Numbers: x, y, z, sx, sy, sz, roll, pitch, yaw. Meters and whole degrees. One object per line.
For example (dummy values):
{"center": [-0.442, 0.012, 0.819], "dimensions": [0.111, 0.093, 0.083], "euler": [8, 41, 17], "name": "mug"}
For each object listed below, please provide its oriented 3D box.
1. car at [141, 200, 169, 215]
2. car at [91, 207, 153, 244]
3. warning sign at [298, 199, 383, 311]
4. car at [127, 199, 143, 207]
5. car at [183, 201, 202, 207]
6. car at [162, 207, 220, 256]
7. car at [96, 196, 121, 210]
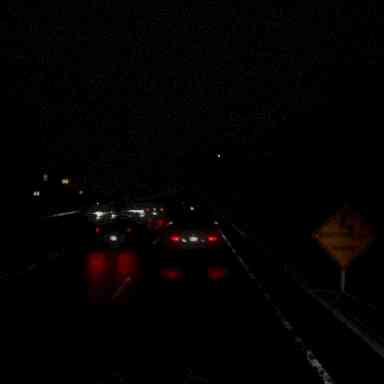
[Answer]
{"center": [-3.218, 1.577, 31.089], "dimensions": [1.895, 1.301, 4.718], "euler": [0, 0, 0], "name": "car"}
{"center": [-3.188, 1.591, 15.786], "dimensions": [1.895, 1.301, 4.718], "euler": [0, 0, 0], "name": "car"}
{"center": [2.868, 1.113, 6.277], "dimensions": [1.300, 1.860, 1.060], "euler": [2, 2, 0], "name": "warning sign"}
{"center": [-6.673, 1.531, 40.975], "dimensions": [1.994, 1.385, 4.181], "euler": [0, 0, 0], "name": "car"}
{"center": [0.030, 1.539, 33.005], "dimensions": [1.994, 1.385, 4.181], "euler": [0, 0, 0], "name": "car"}
{"center": [0.061, 1.540, 13.012], "dimensions": [2.033, 1.411, 5.357], "euler": [0, 0, 0], "name": "car"}
{"center": [-9.921, 1.320, 39.718], "dimensions": [2.097, 1.767, 4.553], "euler": [0, 0, 0], "name": "car"}
